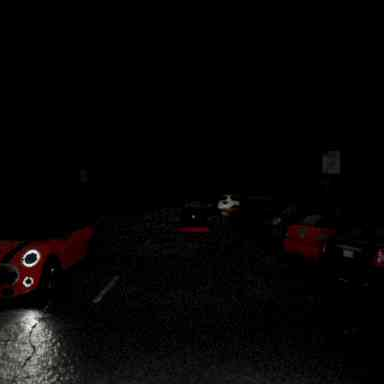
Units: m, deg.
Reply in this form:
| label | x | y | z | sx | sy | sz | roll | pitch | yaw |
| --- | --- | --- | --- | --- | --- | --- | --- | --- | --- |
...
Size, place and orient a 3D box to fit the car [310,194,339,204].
| label | x | y | z | sx | sy | sz | roll | pitch | yaw |
| --- | --- | --- | --- | --- | --- | --- | --- | --- | --- |
| car | 26.997 | 1.373 | 68.069 | 2.435 | 2.045 | 5.566 | 1 | -1 | -22 |

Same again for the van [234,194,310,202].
| label | x | y | z | sx | sy | sz | roll | pitch | yaw |
| --- | --- | --- | --- | --- | --- | --- | --- | --- | --- |
| van | 5.483 | 1.294 | 22.890 | 4.442 | 1.987 | 1.878 | 1 | 0 | -20 |

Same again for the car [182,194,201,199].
| label | x | y | z | sx | sy | sz | roll | pitch | yaw |
| --- | --- | --- | --- | --- | --- | --- | --- | --- | --- |
| car | -0.003 | 1.293 | 41.761 | 2.150 | 2.045 | 5.566 | 0 | 0 | -1 |

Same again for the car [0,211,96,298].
| label | x | y | z | sx | sy | sz | roll | pitch | yaw |
| --- | --- | --- | --- | --- | --- | --- | --- | --- | --- |
| car | -4.103 | 1.360 | 8.706 | 2.097 | 1.767 | 4.553 | 0 | 0 | 0 |

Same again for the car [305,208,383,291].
| label | x | y | z | sx | sy | sz | roll | pitch | yaw |
| --- | --- | --- | --- | --- | --- | --- | --- | --- | --- |
| car | 5.327 | 1.366 | 7.823 | 4.553 | 1.767 | 2.185 | 1 | 0 | -20 |

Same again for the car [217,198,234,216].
| label | x | y | z | sx | sy | sz | roll | pitch | yaw |
| --- | --- | --- | --- | --- | --- | --- | --- | --- | --- |
| car | 5.190 | 1.524 | 28.788 | 5.366 | 1.575 | 1.946 | 1 | 0 | -20 |

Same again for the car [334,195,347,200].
| label | x | y | z | sx | sy | sz | roll | pitch | yaw |
| --- | --- | --- | --- | --- | --- | --- | --- | --- | --- |
| car | 21.244 | 1.612 | 51.000 | 2.163 | 1.488 | 4.792 | 0 | 1 | -22 |

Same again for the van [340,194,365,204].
| label | x | y | z | sx | sy | sz | roll | pitch | yaw |
| --- | --- | --- | --- | --- | --- | --- | --- | --- | --- |
| van | 32.973 | 1.403 | 68.354 | 1.878 | 1.987 | 4.442 | 0 | -1 | -22 |

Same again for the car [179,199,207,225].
| label | x | y | z | sx | sy | sz | roll | pitch | yaw |
| --- | --- | --- | --- | --- | --- | --- | --- | --- | --- |
| car | 0.093 | 1.515 | 24.698 | 1.882 | 1.535 | 5.008 | 0 | 0 | 0 |

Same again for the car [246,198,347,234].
| label | x | y | z | sx | sy | sz | roll | pitch | yaw |
| --- | --- | --- | --- | --- | --- | --- | --- | --- | --- |
| car | 5.405 | 1.381 | 16.841 | 4.553 | 1.767 | 2.185 | 1 | 0 | -20 |

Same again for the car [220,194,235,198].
| label | x | y | z | sx | sy | sz | roll | pitch | yaw |
| --- | --- | --- | --- | --- | --- | --- | --- | --- | --- |
| car | 5.375 | 1.291 | 34.882 | 5.566 | 2.045 | 2.435 | 1 | 0 | -20 |

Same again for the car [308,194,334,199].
| label | x | y | z | sx | sy | sz | roll | pitch | yaw |
| --- | --- | --- | --- | --- | --- | --- | --- | --- | --- |
| car | 18.328 | 1.331 | 50.883 | 2.435 | 2.045 | 5.566 | 0 | 1 | -21 |

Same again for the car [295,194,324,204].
| label | x | y | z | sx | sy | sz | roll | pitch | yaw |
| --- | --- | --- | --- | --- | --- | --- | --- | --- | --- |
| car | 23.937 | 1.372 | 68.030 | 2.435 | 2.045 | 5.566 | 0 | -1 | -21 |

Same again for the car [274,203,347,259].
| label | x | y | z | sx | sy | sz | roll | pitch | yaw |
| --- | --- | --- | --- | --- | --- | --- | --- | --- | --- |
| car | 5.332 | 1.370 | 10.824 | 4.553 | 1.767 | 2.185 | 1 | 0 | -20 |

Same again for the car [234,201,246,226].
| label | x | y | z | sx | sy | sz | roll | pitch | yaw |
| --- | --- | --- | --- | --- | --- | --- | --- | --- | --- |
| car | 5.364 | 1.512 | 19.844 | 5.008 | 1.535 | 2.097 | 1 | 0 | -20 |

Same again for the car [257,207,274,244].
| label | x | y | z | sx | sy | sz | roll | pitch | yaw |
| --- | --- | --- | --- | --- | --- | --- | --- | --- | --- |
| car | 5.368 | 1.541 | 13.832 | 4.674 | 1.452 | 2.002 | 1 | 0 | -20 |

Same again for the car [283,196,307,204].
| label | x | y | z | sx | sy | sz | roll | pitch | yaw |
| --- | --- | --- | --- | --- | --- | --- | --- | --- | --- |
| car | 20.914 | 1.651 | 67.945 | 2.163 | 1.488 | 4.792 | 0 | -1 | -21 |

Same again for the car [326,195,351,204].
| label | x | y | z | sx | sy | sz | roll | pitch | yaw |
| --- | --- | --- | --- | --- | --- | --- | --- | --- | --- |
| car | 29.993 | 1.501 | 68.200 | 2.185 | 1.767 | 4.553 | 1 | -1 | -22 |

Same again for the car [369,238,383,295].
| label | x | y | z | sx | sy | sz | roll | pitch | yaw |
| --- | --- | --- | --- | --- | --- | --- | --- | --- | --- |
| car | 5.327 | 1.518 | 4.808 | 4.792 | 1.488 | 2.163 | 1 | 0 | -20 |

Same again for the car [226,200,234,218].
| label | x | y | z | sx | sy | sz | roll | pitch | yaw |
| --- | --- | --- | --- | --- | --- | --- | --- | --- | --- |
| car | 5.375 | 1.564 | 25.846 | 4.674 | 1.452 | 2.002 | 1 | 0 | -20 |
